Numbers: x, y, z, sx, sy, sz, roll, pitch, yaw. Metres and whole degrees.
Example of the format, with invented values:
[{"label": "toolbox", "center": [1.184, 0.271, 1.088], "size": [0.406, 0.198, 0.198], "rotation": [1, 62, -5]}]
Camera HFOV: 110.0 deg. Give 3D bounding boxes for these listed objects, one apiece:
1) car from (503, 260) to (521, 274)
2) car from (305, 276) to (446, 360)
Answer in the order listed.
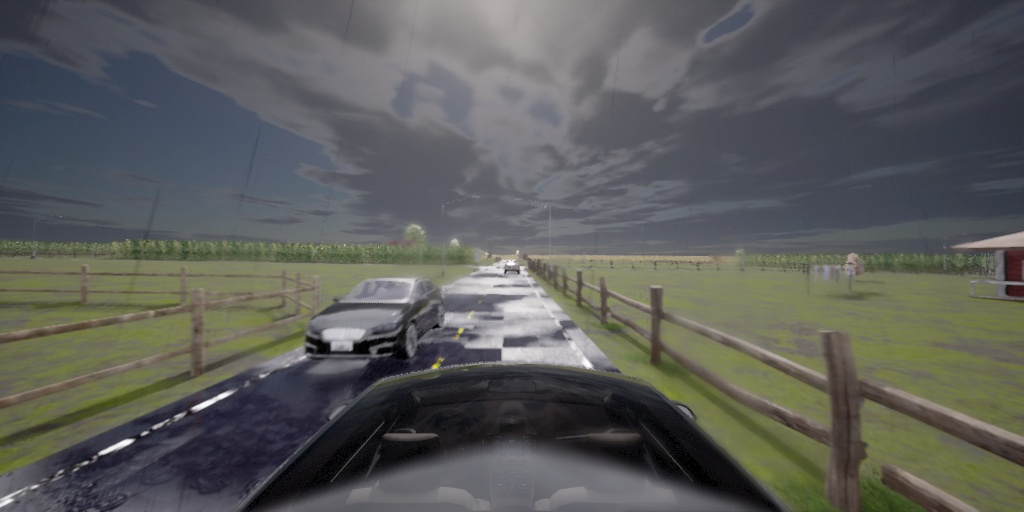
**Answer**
[{"label": "car", "center": [-0.012, 1.295, 40.713], "size": [2.033, 1.411, 5.357], "rotation": [0, 0, 0]}, {"label": "car", "center": [-2.827, 1.241, 8.433], "size": [2.128, 1.511, 4.902], "rotation": [0, 0, 0]}]
